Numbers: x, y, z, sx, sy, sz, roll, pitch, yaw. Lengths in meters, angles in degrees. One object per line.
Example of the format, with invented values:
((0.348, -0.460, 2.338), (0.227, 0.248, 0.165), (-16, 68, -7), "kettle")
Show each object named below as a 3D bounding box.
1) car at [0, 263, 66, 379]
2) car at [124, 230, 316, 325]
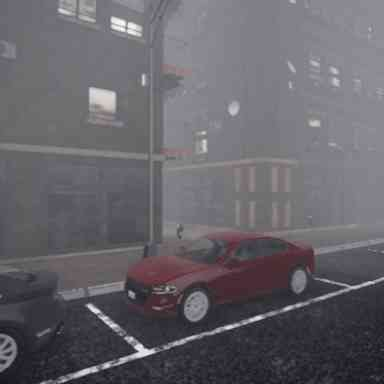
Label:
((-3.807, 1.550, 3.844), (4.403, 1.369, 2.008), (0, 0, -35), "car")
((0.782, 1.549, 7.116), (4.507, 1.381, 1.887), (0, 0, -35), "car")
